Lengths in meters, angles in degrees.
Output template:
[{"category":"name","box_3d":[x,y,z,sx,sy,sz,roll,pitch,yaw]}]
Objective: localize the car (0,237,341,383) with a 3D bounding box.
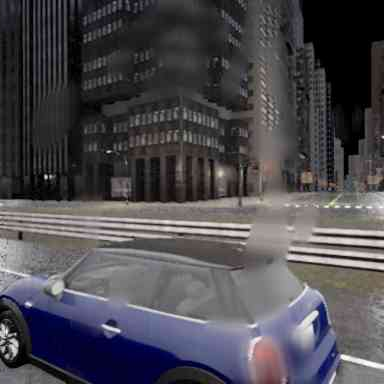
[{"category":"car","box_3d":[-0.651,1.388,4.337,4.553,1.767,2.097,-1,-1,36]}]
